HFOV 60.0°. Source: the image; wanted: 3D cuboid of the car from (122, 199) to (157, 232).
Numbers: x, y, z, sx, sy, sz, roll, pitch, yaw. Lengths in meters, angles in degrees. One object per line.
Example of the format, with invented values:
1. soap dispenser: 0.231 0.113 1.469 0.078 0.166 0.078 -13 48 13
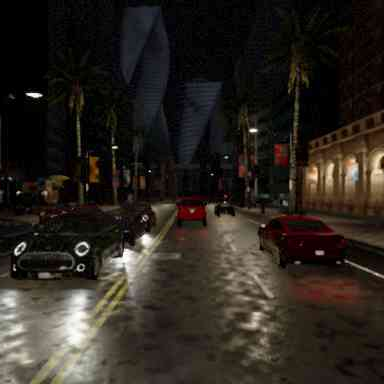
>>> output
1. car: -3.547 1.552 21.638 2.097 1.767 4.553 0 -1 0

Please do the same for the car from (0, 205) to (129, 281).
1. car: -3.539 1.449 10.273 2.097 1.767 4.553 0 -1 0

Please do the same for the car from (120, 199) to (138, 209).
1. car: -10.438 1.993 55.526 2.231 1.521 4.892 0 -1 -1

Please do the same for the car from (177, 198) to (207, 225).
1. car: -0.001 1.464 26.082 2.150 2.045 5.566 0 0 0

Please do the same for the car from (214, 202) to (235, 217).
1. car: 3.452 1.823 35.861 2.128 1.511 4.902 0 -1 0

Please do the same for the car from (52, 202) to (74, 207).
1. car: -10.125 1.596 26.155 2.185 1.767 4.553 0 -1 -1

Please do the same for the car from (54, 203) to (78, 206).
1. car: -7.044 1.681 22.016 1.882 1.535 5.008 0 -1 0

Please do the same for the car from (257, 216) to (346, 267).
1. car: 3.618 1.588 11.857 1.882 1.535 5.008 0 -1 0

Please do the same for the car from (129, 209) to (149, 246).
1. car: -3.484 1.712 15.990 1.994 1.385 4.181 0 -1 0

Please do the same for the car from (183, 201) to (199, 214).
1. car: -0.139 1.900 42.826 1.837 1.490 4.892 0 0 0
